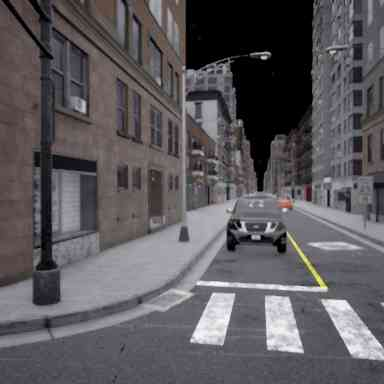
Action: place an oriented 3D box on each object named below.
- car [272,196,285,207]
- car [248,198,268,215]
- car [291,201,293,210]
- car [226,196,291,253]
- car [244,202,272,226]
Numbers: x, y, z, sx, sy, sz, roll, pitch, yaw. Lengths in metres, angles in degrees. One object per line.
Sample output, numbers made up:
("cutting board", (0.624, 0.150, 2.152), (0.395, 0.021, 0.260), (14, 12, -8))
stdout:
("car", (13.682, 1.449, 52.854), (1.837, 1.490, 4.892), (0, 0, 11))
("car", (6.805, 1.454, 34.286), (1.882, 1.535, 5.008), (0, 0, 12))
("car", (11.800, 1.312, 43.185), (2.097, 1.767, 4.553), (0, 0, 12))
("car", (2.755, 1.215, 14.188), (2.150, 2.045, 5.566), (0, 0, 11))
("car", (4.772, 1.512, 24.231), (1.812, 1.442, 4.674), (0, 0, 11))
